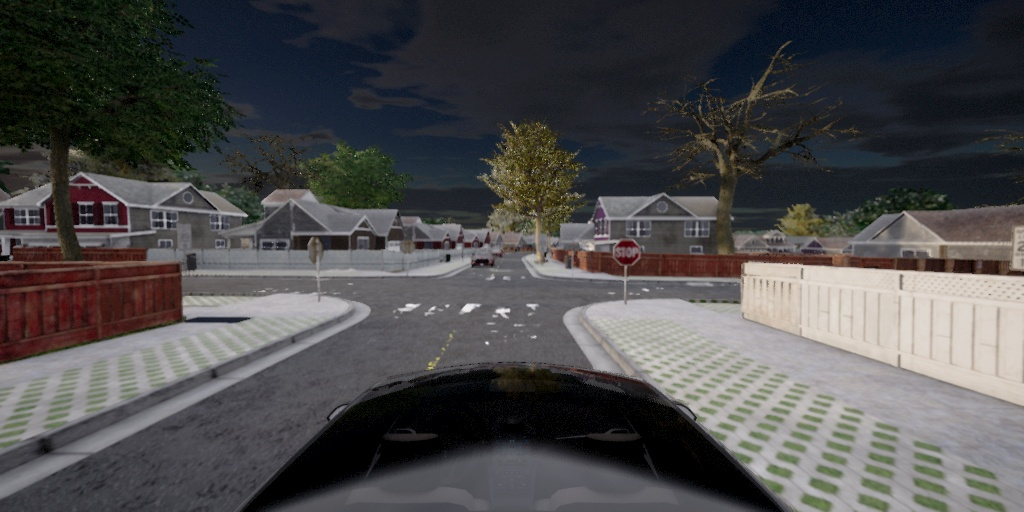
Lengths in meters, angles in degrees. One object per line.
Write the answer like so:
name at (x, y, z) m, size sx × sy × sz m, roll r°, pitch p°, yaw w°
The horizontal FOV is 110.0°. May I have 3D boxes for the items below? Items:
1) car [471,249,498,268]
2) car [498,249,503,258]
car at (-2.738, 0.144, 34.910) m, size 2.097 × 1.767 × 4.553 m, roll 0°, pitch 1°, yaw 0°
car at (-2.578, -0.482, 59.828) m, size 1.882 × 1.535 × 5.008 m, roll 0°, pitch 2°, yaw 4°
